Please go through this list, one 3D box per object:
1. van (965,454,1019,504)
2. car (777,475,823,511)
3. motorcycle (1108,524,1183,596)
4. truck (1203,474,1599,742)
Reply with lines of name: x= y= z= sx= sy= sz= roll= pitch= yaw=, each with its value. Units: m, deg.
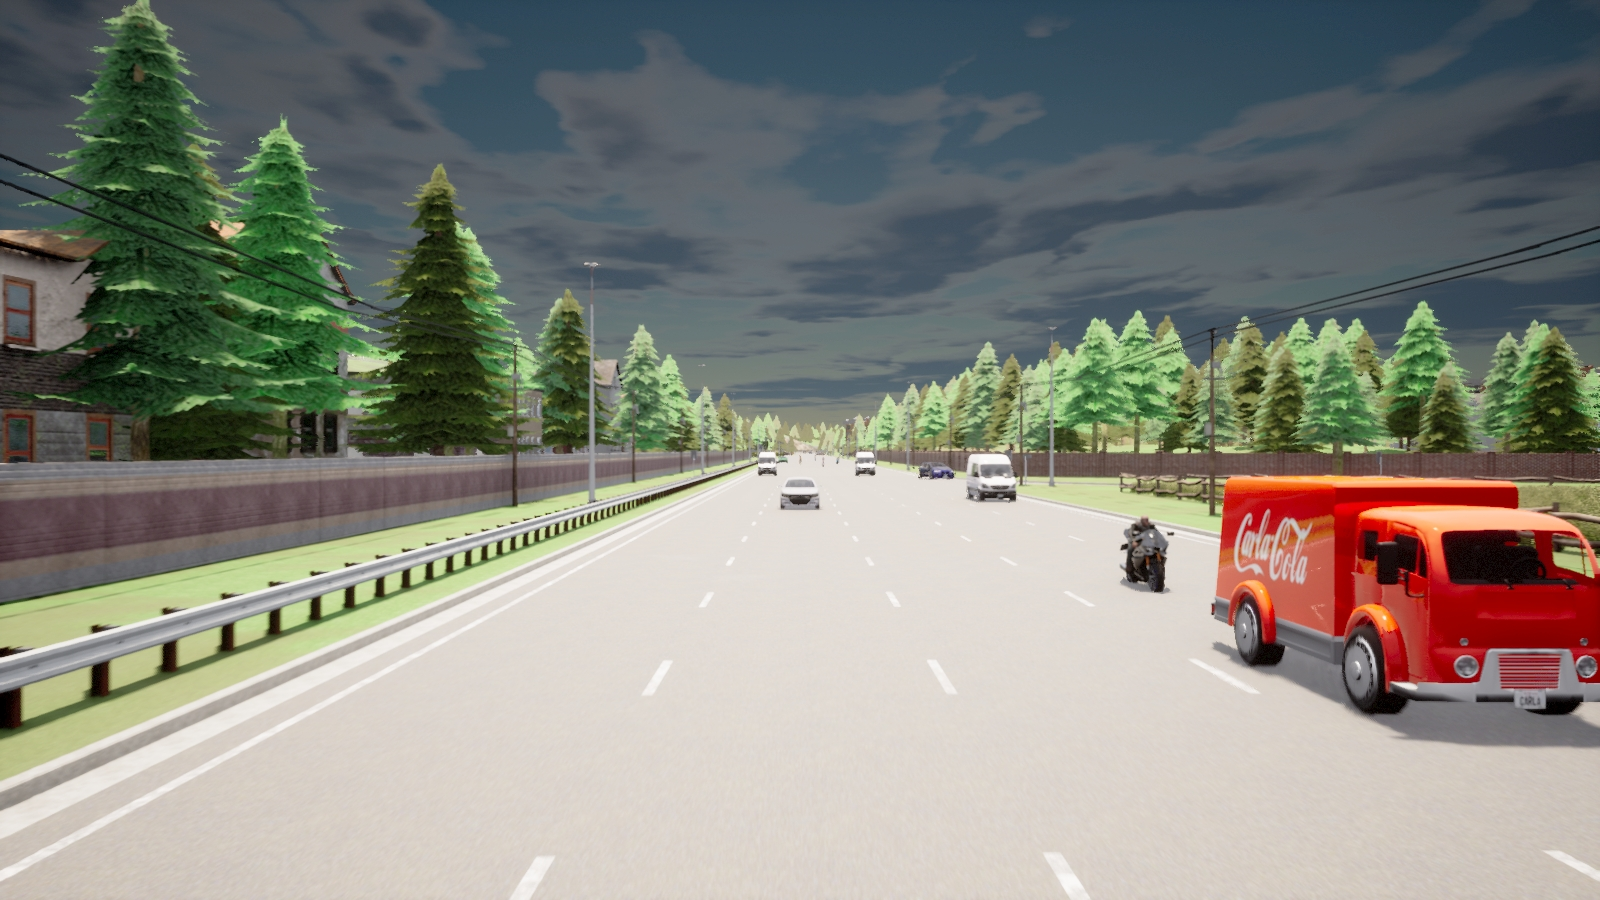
van: x=10.495 y=1.535 z=62.821 sx=1.988 sy=2.561 sz=5.915 roll=0 pitch=0 yaw=0
car: x=0.000 y=2.035 z=54.622 sx=2.097 sy=1.535 sz=5.006 roll=0 pitch=0 yaw=0
motorcycle: x=6.997 y=2.205 z=23.245 sx=0.867 sy=1.251 sz=2.209 roll=0 pitch=0 yaw=0
truck: x=7.005 y=1.568 z=13.563 sx=2.627 sy=2.467 sz=5.204 roll=0 pitch=0 yaw=0
